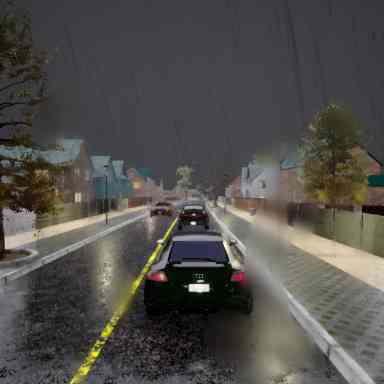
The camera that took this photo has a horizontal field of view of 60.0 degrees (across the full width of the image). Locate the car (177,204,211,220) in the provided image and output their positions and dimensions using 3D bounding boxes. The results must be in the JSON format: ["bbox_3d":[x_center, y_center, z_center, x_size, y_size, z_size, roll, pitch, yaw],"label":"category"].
[{"bbox_3d":[0.108,1.522,21.214,1.837,1.490,4.892,0,0,1],"label":"car"}]

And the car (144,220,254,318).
[{"bbox_3d":[0.117,1.563,7.537,1.994,1.385,4.181,0,0,0],"label":"car"}]

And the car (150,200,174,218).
[{"bbox_3d":[-2.689,1.526,30.760,1.882,1.535,5.008,0,-1,1],"label":"car"}]
